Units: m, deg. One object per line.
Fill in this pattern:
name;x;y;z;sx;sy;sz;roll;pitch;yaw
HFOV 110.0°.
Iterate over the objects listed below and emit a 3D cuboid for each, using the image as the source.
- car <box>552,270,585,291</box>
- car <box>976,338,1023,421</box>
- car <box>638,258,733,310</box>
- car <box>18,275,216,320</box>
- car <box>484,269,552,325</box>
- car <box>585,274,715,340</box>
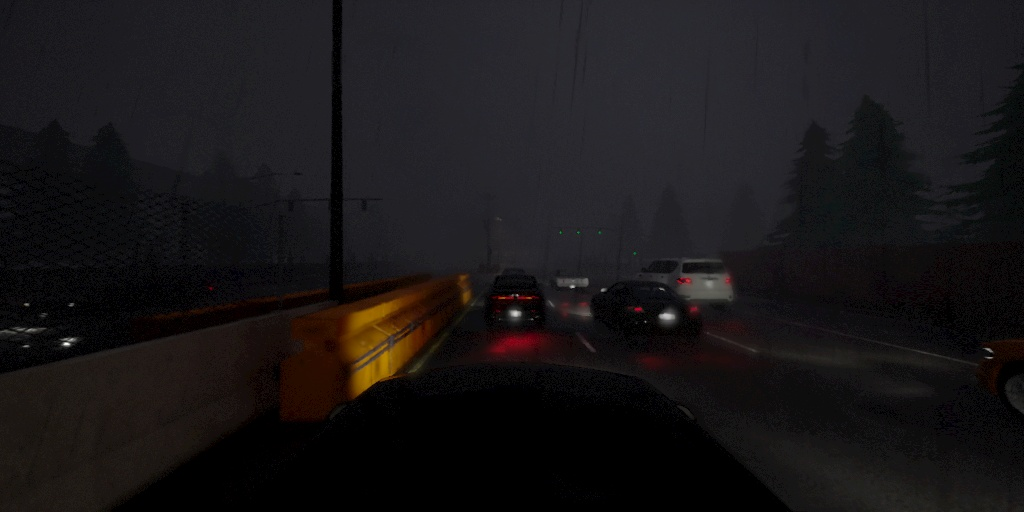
car;3.623;1.559;23.609;1.895;1.301;4.718;0;-1;0
car;7.100;1.236;2.618;1.882;1.535;5.008;0;0;0
car;7.113;1.103;15.568;2.150;2.045;5.566;0;-1;0
car;-14.016;1.408;13.411;2.033;1.411;5.357;0;-1;1
car;0.109;1.357;12.349;1.837;1.490;4.892;0;0;0
car;3.606;1.396;10.298;1.994;1.385;4.181;0;0;0
